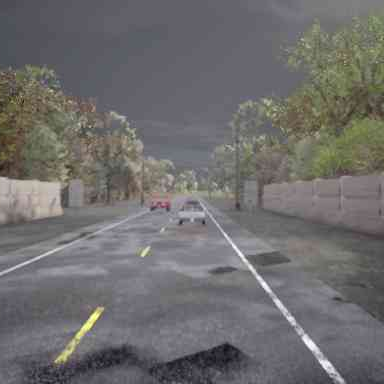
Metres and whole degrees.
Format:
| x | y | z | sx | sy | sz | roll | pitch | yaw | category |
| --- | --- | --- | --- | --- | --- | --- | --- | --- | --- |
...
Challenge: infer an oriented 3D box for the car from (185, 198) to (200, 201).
| x | y | z | sx | sy | sz | roll | pitch | yaw | category |
| --- | --- | --- | --- | --- | --- | --- | --- | --- | --- |
| 0.067 | 1.481 | 42.822 | 1.837 | 1.490 | 4.892 | 0 | 1 | 0 | car |

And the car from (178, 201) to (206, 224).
| x | y | z | sx | sy | sz | roll | pitch | yaw | category |
| --- | --- | --- | --- | --- | --- | --- | --- | --- | --- |
| 0.014 | 1.596 | 24.556 | 1.895 | 1.301 | 4.718 | 0 | 0 | 0 | car |

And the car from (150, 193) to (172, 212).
| x | y | z | sx | sy | sz | roll | pitch | yaw | category |
| --- | --- | --- | --- | --- | --- | --- | --- | --- | --- |
| -3.587 | 1.187 | 39.068 | 2.150 | 2.045 | 5.566 | 1 | 0 | 0 | car |
